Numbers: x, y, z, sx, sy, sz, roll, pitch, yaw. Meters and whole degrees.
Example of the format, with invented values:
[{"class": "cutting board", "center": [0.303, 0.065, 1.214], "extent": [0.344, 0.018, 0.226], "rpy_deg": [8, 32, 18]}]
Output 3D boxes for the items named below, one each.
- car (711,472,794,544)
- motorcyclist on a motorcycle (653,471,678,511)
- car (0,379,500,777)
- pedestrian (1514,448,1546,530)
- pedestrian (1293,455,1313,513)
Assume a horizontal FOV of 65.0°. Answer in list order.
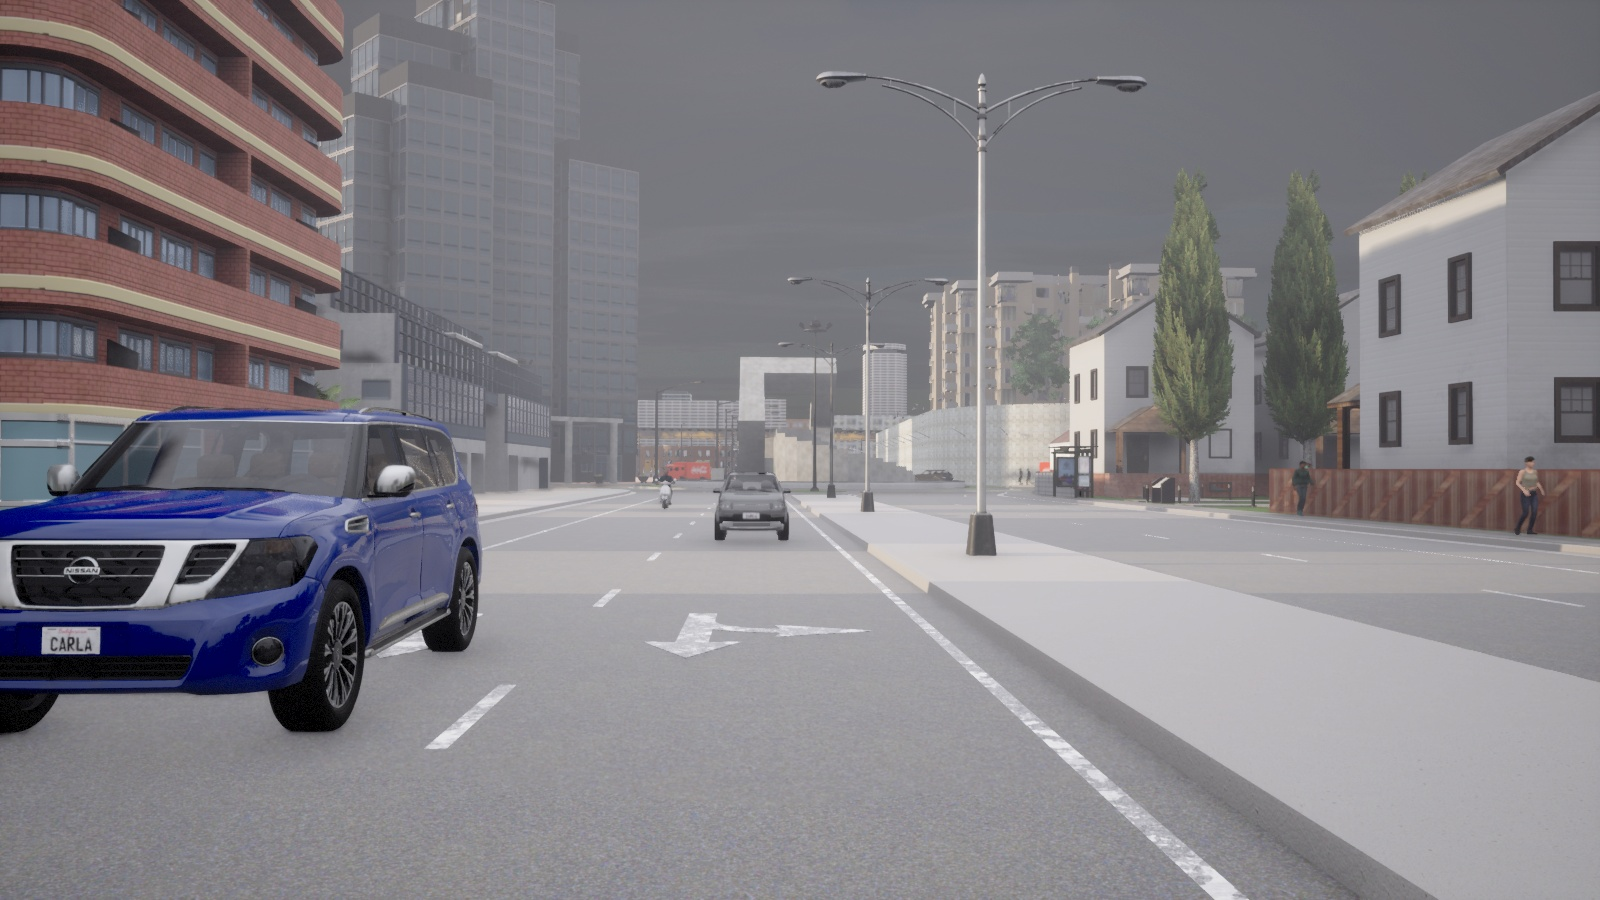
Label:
[{"class": "car", "center": [-1.104, 1.285, 29.066], "extent": [1.789, 1.549, 3.705], "rpy_deg": [0, -1, -2]}, {"class": "motorcyclist on a motorcycle", "center": [-5.436, 1.643, 50.909], "extent": [0.866, 1.590, 1.817], "rpy_deg": [0, -1, -2]}, {"class": "car", "center": [-3.854, 0.704, 9.265], "extent": [2.150, 2.045, 5.566], "rpy_deg": [0, -1, -2]}, {"class": "pedestrian", "center": [16.594, 0.881, 28.539], "extent": [0.345, 1.836, 0.594], "rpy_deg": [0, -1, -1]}, {"class": "pedestrian", "center": [16.232, 1.084, 40.541], "extent": [0.353, 1.847, 0.614], "rpy_deg": [0, -1, -2]}]
